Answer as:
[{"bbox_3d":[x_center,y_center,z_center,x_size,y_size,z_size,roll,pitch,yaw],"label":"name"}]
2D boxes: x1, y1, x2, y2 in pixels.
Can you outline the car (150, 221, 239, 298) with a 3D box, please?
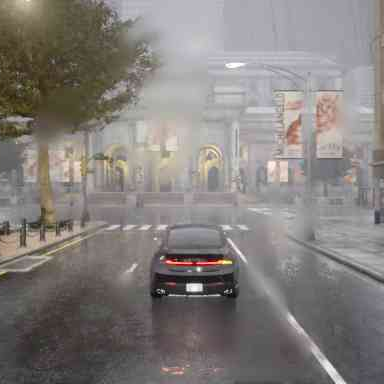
[{"bbox_3d":[0.061,1.505,8.519,1.837,1.490,4.892,0,0,0],"label":"car"}]
